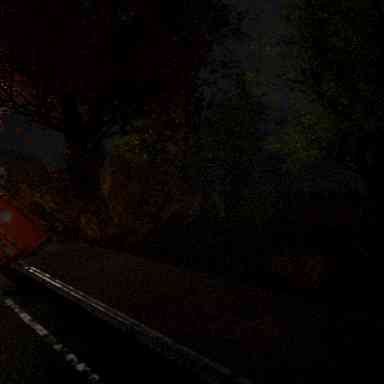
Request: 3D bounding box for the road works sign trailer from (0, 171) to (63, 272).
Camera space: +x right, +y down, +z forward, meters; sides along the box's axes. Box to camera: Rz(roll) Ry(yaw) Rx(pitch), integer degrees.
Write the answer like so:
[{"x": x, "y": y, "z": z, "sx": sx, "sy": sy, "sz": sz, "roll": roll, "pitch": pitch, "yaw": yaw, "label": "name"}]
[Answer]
[{"x": -5.143, "y": 1.141, "z": 7.020, "sx": 2.380, "sy": 2.880, "sz": 3.560, "roll": 42, "pitch": -4, "yaw": 1, "label": "road works sign trailer"}]
